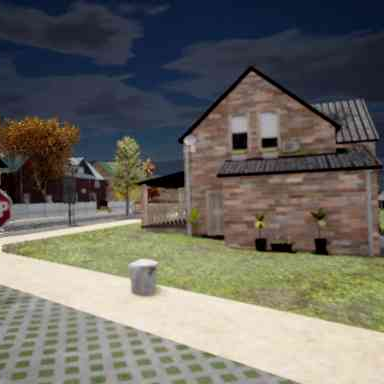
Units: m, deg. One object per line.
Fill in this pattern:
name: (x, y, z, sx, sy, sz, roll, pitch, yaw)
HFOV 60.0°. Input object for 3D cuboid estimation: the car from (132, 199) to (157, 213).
car: (-6.152, 1.795, 43.704, 2.097, 1.767, 4.553, -2, -1, 17)
